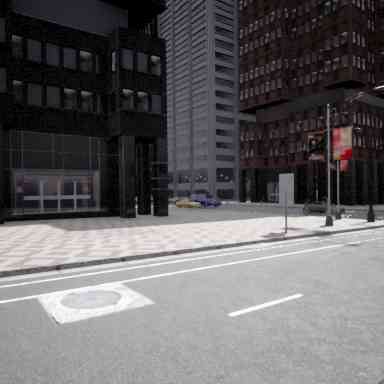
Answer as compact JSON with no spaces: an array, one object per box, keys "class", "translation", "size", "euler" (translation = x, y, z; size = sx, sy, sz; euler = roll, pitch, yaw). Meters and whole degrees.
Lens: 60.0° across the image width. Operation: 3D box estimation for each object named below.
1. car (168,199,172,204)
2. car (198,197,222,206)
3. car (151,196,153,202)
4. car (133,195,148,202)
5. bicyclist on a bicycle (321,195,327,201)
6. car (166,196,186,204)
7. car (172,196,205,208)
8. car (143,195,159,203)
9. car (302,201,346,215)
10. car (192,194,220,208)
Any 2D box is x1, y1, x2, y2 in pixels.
[{"class":"car","translation":[-1.570,1.672,60.751],"size":[2.033,1.411,5.357],"euler":[-1,0,-35]},{"class":"car","translation":[3.139,1.613,58.853],"size":[1.887,1.381,4.507],"euler":[-1,1,-36]},{"class":"car","translation":[-7.765,1.653,69.366],"size":[1.812,1.442,4.674],"euler":[-1,0,-36]},{"class":"car","translation":[-12.632,1.618,80.922],"size":[1.967,1.590,4.097],"euler":[-1,1,-36]},{"class":"bicyclist on a bicycle","translation":[17.416,1.253,43.805],"size":[1.656,1.620,0.582],"euler":[-1,1,-36]},{"class":"car","translation":[-3.268,1.636,67.819],"size":[1.752,1.417,4.829],"euler":[-1,1,-36]},{"class":"car","translation":[-0.547,1.700,49.349],"size":[1.752,1.417,4.829],"euler":[-1,1,-36]},{"class":"car","translation":[-9.478,1.595,76.508],"size":[1.967,1.590,4.097],"euler":[-1,1,-36]},{"class":"car","translation":[13.534,1.625,34.236],"size":[1.994,1.385,4.181],"euler":[-1,1,-36]},{"class":"car","translation":[1.907,1.354,50.500],"size":[2.150,2.045,5.566],"euler":[-1,0,-35]}]
